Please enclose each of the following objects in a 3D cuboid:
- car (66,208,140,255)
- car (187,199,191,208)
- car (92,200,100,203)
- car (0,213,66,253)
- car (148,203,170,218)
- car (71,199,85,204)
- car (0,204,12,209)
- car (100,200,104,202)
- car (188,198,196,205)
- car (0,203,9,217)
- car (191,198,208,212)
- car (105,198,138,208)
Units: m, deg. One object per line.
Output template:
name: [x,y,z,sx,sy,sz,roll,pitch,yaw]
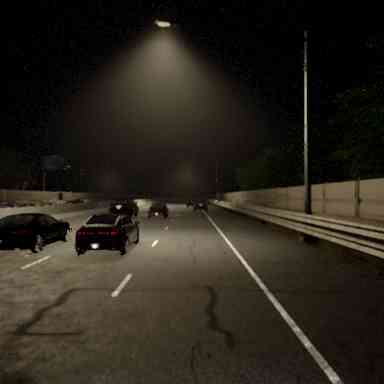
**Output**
car: [-3.400,1.658,14.060,1.837,1.490,4.892,0,-1,0]
car: [0.002,2.168,65.811,2.097,1.767,4.553,0,-1,0]
car: [-20.998,2.459,74.778,1.895,1.301,4.718,0,-1,0]
car: [-6.899,1.634,14.389,1.882,1.535,5.008,0,-1,0]
car: [-3.399,1.899,34.462,1.837,1.490,4.892,0,-1,0]
car: [-24.499,2.364,71.338,1.837,1.490,4.892,0,-1,0]
car: [-17.599,1.886,29.969,2.033,1.411,5.357,0,-1,0]
car: [-17.498,2.220,71.371,2.097,1.767,4.553,0,-1,0]
car: [0.002,2.382,84.593,1.882,1.535,5.008,0,-1,0]
car: [-21.094,1.894,34.199,1.837,1.490,4.892,0,0,0]
car: [1.226,1.927,48.570,2.097,1.767,4.553,0,-1,0]
car: [-6.899,1.609,33.971,2.150,2.045,5.566,0,-1,0]
